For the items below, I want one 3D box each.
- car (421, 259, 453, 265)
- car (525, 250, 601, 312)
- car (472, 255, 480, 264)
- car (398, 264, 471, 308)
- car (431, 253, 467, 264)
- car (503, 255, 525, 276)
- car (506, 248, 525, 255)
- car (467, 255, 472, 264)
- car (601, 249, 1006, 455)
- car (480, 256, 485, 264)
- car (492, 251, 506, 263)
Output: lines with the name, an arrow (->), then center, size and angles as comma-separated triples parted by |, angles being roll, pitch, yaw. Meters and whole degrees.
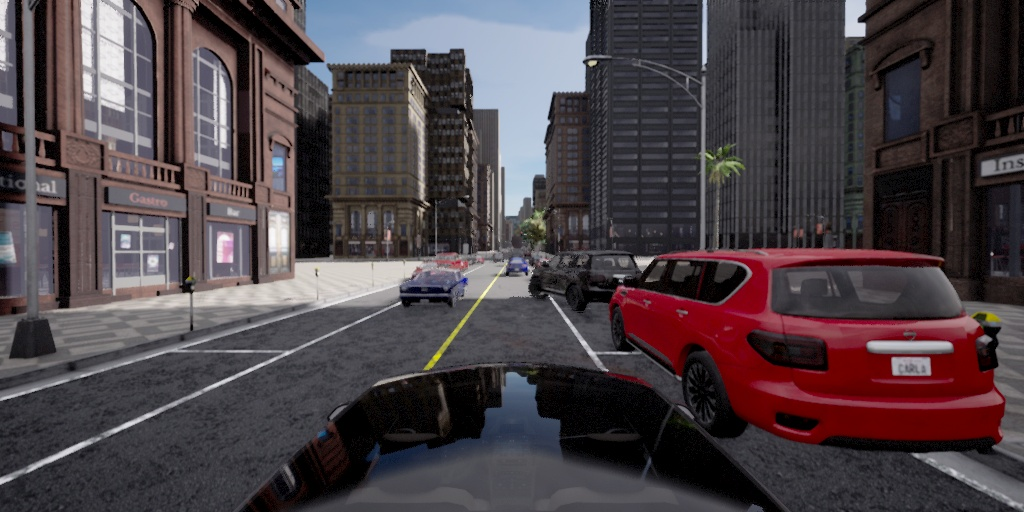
car -> -5.477, 1.028, 24.258 | 1.802, 1.307, 4.207 | 0, 0, 1
car -> 2.570, 0.813, 13.627 | 2.150, 2.045, 5.566 | 0, 1, -18
car -> -6.898, 0.474, 48.288 | 4.403, 1.370, 2.007 | 0, 0, -8
car -> -2.942, 1.181, 14.341 | 1.895, 1.301, 4.718 | 0, 1, 1
car -> -5.409, 0.687, 29.558 | 2.192, 1.841, 5.009 | 0, 0, 1
car -> 0.446, 0.878, 30.938 | 1.812, 1.442, 4.674 | 0, 1, 1
car -> 0.698, 0.285, 49.732 | 2.150, 2.045, 5.566 | 0, 1, 1
car -> -5.341, 0.734, 34.859 | 1.967, 1.591, 4.097 | 0, 0, 1
car -> 3.153, 0.920, 5.485 | 2.150, 2.045, 5.566 | 0, 1, 1
car -> -5.094, 0.570, 54.185 | 1.802, 1.307, 4.207 | 0, 0, 1
car -> -2.247, 0.399, 60.839 | 1.837, 1.490, 4.892 | 0, 1, 1
